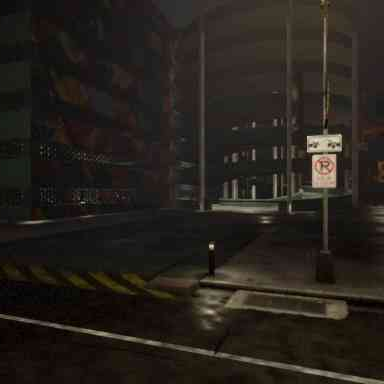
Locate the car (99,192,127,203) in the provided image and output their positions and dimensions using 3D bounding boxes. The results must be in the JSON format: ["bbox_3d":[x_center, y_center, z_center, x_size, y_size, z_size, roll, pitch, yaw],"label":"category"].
[{"bbox_3d":[-14.639,1.028,61.114,5.566,2.045,2.435,0,0,20],"label":"car"}]

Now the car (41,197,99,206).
[{"bbox_3d":[-11.903,1.320,32.363,4.674,1.452,2.002,0,0,20],"label":"car"}]

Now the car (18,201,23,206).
[{"bbox_3d":[-20.326,1.463,43.492,4.718,1.301,1.895,0,0,20],"label":"car"}]
